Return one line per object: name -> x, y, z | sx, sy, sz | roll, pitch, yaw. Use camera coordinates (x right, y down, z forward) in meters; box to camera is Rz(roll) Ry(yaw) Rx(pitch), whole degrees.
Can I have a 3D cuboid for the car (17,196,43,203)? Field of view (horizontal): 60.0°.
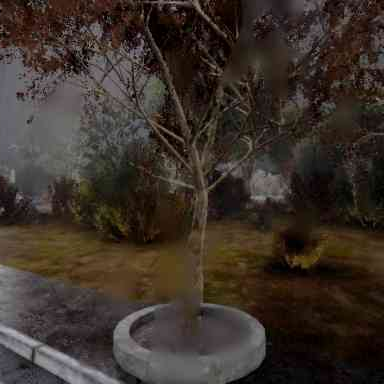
car -> -22.061, 1.220, 44.899 | 2.033, 1.411, 5.357 | 1, 0, 32
